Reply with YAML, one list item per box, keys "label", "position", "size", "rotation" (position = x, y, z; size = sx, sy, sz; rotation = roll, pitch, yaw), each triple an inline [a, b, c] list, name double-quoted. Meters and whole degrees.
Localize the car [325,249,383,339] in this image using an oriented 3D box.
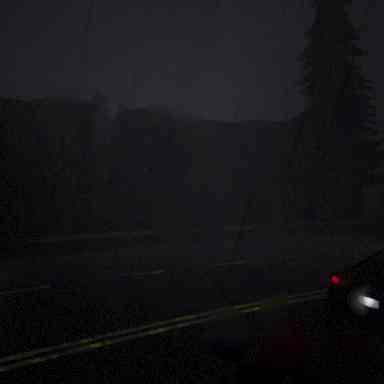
- label: "car"
  position: [4.349, 1.557, 5.697]
  size: [4.181, 1.385, 1.994]
  rotation: [0, 0, -26]
